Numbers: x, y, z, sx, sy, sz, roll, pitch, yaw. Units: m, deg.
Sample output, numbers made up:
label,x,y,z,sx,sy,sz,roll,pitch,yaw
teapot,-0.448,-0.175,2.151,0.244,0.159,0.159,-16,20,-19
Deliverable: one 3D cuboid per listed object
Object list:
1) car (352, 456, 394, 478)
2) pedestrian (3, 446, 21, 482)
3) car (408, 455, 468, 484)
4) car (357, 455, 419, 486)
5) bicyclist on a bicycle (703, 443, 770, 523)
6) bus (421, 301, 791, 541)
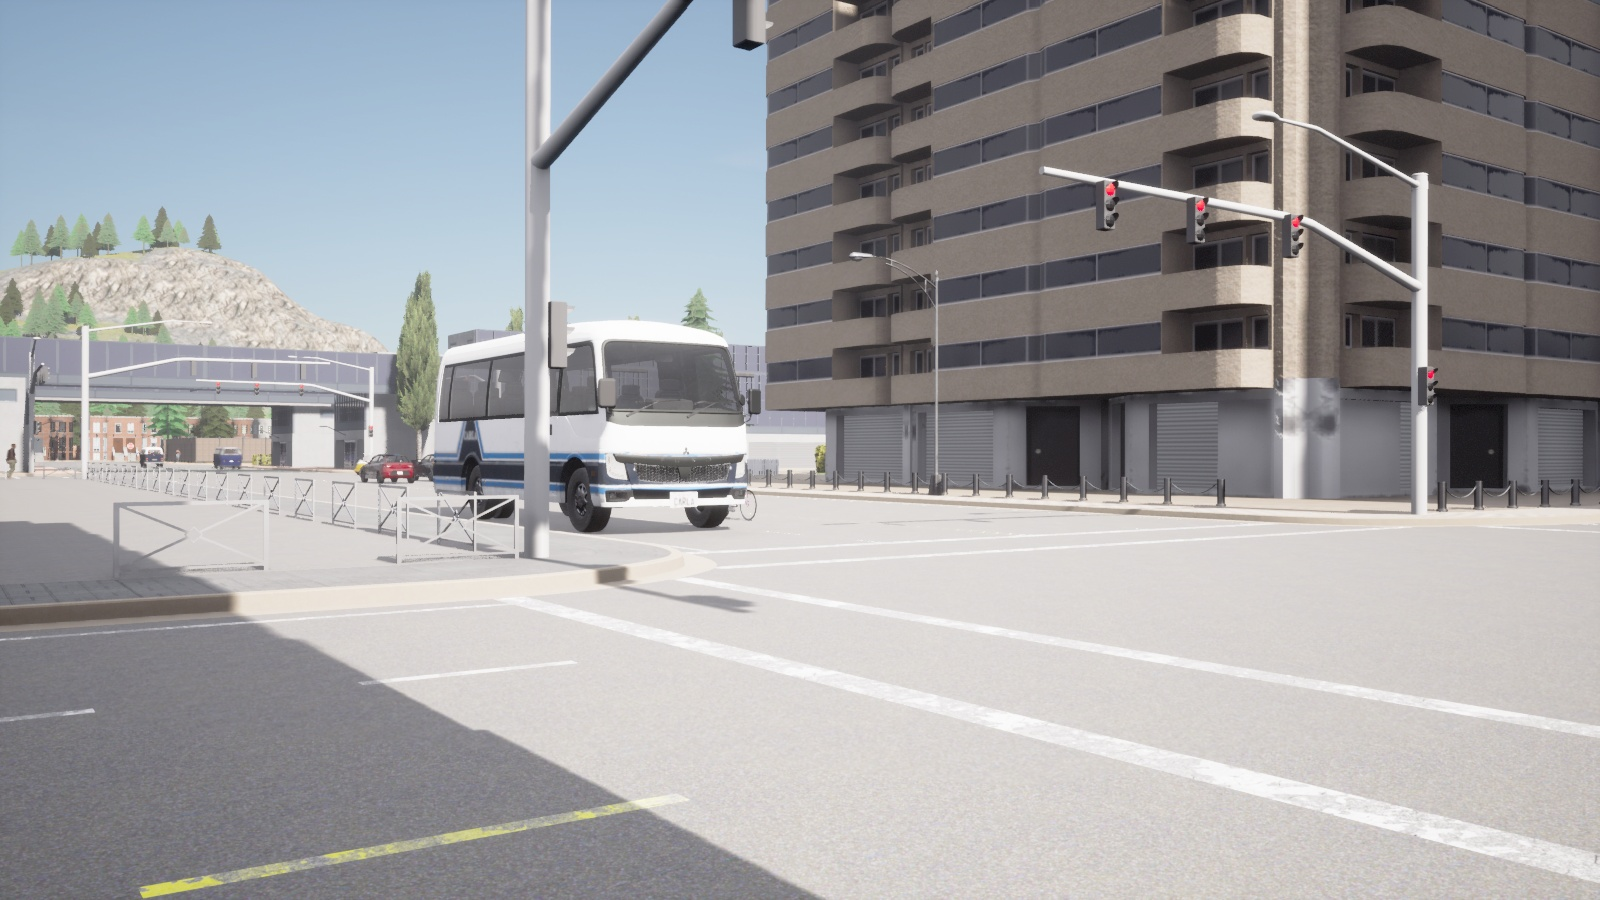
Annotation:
label,x,y,z,sx,sy,sz,roll,pitch,yaw
car,-28.279,1.118,83.146,1.481,1.376,2.207,-1,-1,37
pedestrian,-39.560,0.697,63.047,0.703,1.840,0.431,0,0,-37
car,-19.461,1.020,67.379,1.816,1.474,4.193,0,0,-35
car,-20.704,1.012,63.020,1.816,1.474,4.193,0,0,-35
bicyclist on a bicycle,-1.488,0.745,29.055,0.659,1.776,1.843,0,0,-35
bus,-4.724,-0.499,27.581,3.944,4.253,10.273,0,0,-35
